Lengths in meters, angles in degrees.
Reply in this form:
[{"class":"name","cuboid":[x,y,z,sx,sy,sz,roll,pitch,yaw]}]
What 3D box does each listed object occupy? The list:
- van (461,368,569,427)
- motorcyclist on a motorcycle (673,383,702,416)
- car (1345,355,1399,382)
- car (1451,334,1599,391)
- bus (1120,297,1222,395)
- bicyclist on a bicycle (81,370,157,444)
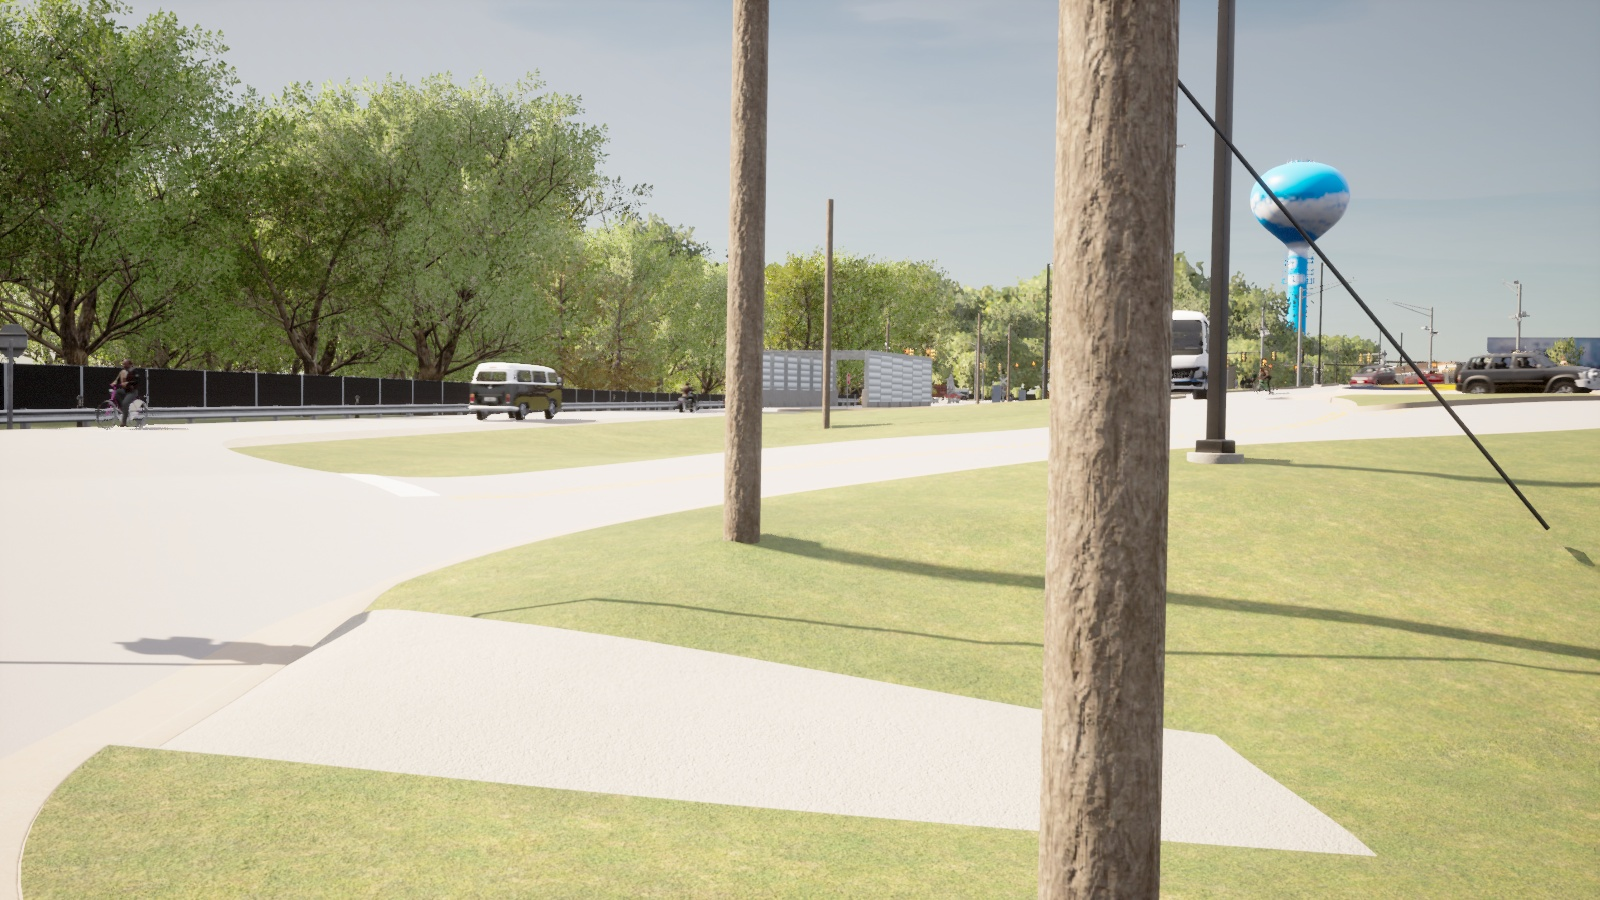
[{"class":"van","cuboid":[-10.298,-1.931,45.785,2.069,2.038,4.480,0,3,13]},{"class":"motorcyclist on a motorcycle","cuboid":[-5.776,-2.592,64.523,0.766,1.649,2.350,0,2,14]},{"class":"car","cuboid":[36.023,-5.142,79.081,3.705,1.549,1.789,-4,4,-42]},{"class":"car","cuboid":[26.626,-3.167,45.898,1.932,1.855,4.605,-7,6,-42]},{"class":"bus","cuboid":[18.278,-4.858,61.327,3.944,4.253,10.273,0,2,21]},{"class":"bicyclist on a bicycle","cuboid":[-16.958,-1.080,31.325,0.659,1.776,1.843,0,2,9]}]
